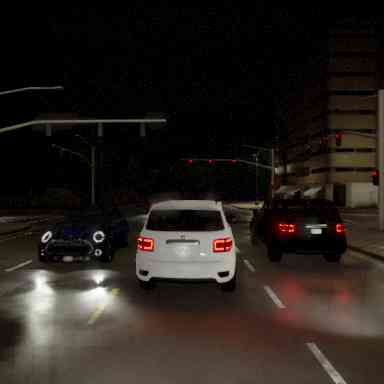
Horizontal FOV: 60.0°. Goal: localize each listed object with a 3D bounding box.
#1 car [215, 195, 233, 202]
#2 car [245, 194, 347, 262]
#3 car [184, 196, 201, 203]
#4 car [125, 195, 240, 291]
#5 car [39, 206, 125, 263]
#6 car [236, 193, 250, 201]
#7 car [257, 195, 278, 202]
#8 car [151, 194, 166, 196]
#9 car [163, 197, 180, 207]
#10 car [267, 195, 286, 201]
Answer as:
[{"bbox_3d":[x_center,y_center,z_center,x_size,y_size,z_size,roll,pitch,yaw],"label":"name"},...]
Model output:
[{"bbox_3d":[7.825,1.499,80.582,1.837,1.490,4.892,0,0,42],"label":"car"},{"bbox_3d":[3.584,1.221,12.222,2.150,2.045,5.566,0,0,0],"label":"car"},{"bbox_3d":[0.189,1.504,69.335,1.837,1.490,4.892,0,0,23],"label":"car"},{"bbox_3d":[0.021,1.221,9.198,2.150,2.045,5.566,0,0,4],"label":"car"},{"bbox_3d":[-3.599,1.352,11.910,2.097,1.767,4.553,0,0,0],"label":"car"},{"bbox_3d":[13.115,1.225,80.779,5.566,2.045,2.150,0,0,-41],"label":"car"},{"bbox_3d":[18.243,1.540,80.268,5.357,1.411,2.033,0,0,-33],"label":"car"},{"bbox_3d":[-3.589,1.259,35.828,2.150,2.045,5.566,0,0,0],"label":"car"},{"bbox_3d":[-3.304,1.547,54.175,2.033,1.411,5.357,0,0,4],"label":"car"},{"bbox_3d":[21.885,1.524,86.292,4.674,1.442,1.812,0,0,-22],"label":"car"}]
